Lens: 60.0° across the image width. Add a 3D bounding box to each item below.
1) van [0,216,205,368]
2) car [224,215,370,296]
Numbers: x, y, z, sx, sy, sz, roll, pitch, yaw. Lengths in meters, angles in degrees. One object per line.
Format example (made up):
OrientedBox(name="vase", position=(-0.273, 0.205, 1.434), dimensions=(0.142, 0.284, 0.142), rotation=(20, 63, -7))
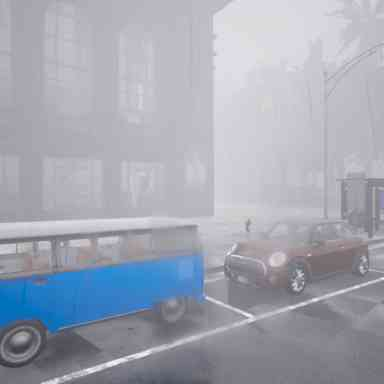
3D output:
OrientedBox(name="van", position=(-1.670, 1.341, 5.459), dimensions=(3.998, 1.788, 1.690), rotation=(0, 0, -35))
OrientedBox(name="car", position=(2.751, 1.439, 8.605), dimensions=(4.097, 1.590, 1.967), rotation=(0, 0, -35))
